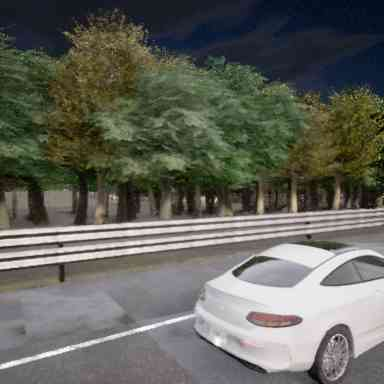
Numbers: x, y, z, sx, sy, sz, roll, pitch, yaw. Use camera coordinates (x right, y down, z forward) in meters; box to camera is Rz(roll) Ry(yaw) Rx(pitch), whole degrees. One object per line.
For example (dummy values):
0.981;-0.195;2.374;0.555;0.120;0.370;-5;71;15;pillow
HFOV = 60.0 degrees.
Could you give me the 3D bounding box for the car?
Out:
2.189;1.522;5.291;4.674;1.442;1.812;0;0;-35;car
